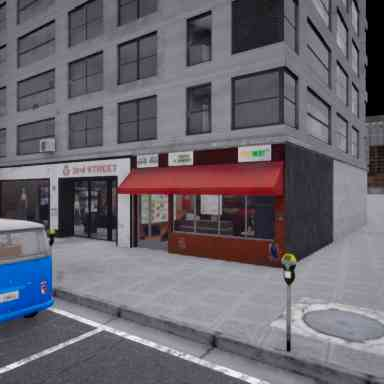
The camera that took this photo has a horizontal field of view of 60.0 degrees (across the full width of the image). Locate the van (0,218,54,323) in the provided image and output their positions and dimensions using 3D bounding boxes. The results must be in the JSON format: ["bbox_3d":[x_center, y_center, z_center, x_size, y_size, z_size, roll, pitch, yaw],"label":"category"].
[{"bbox_3d":[-4.259,1.341,6.093,3.998,1.788,1.690,0,0,35],"label":"van"}]
